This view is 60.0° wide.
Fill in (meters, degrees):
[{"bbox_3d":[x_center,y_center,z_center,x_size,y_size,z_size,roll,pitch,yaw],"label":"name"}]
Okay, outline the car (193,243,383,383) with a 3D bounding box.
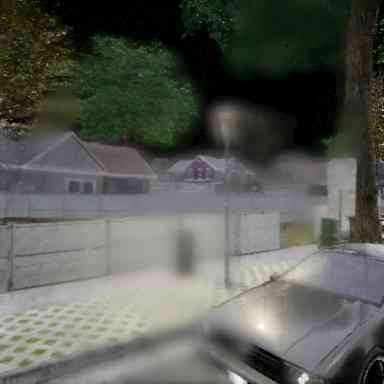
[{"bbox_3d":[2.638,1.532,4.939,5.357,1.411,2.033,0,0,-35],"label":"car"}]
